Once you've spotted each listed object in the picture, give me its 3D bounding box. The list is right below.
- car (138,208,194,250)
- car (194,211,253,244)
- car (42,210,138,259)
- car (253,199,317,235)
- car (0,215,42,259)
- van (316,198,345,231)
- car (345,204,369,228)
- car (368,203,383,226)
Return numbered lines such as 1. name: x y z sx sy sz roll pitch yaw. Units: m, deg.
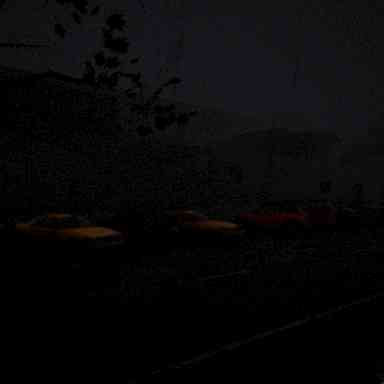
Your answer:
1. car: -2.611 1.576 14.795 4.792 1.488 2.163 -1 -1 35
2. car: -0.001 1.568 16.409 5.366 1.575 1.946 -1 -1 35
3. car: -4.860 1.514 12.947 5.366 1.575 1.946 -1 -1 35
4. car: 4.727 1.495 19.958 4.553 1.767 2.185 -1 -1 34
5. car: -7.441 1.537 11.315 4.674 1.452 2.002 -1 -1 35
6. van: 7.238 1.414 21.652 4.442 1.987 1.878 -1 -1 35
7. car: 9.567 1.693 23.435 4.674 1.452 2.002 -1 -1 35
8. car: 11.969 1.695 25.186 4.792 1.488 2.163 -1 -1 35
